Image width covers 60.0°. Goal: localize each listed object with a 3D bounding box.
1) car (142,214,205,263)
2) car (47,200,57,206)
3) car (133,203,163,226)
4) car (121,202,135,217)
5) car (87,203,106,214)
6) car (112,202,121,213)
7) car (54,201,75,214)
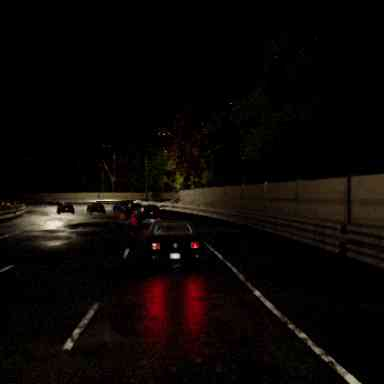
[{"bbox_3d":[-0.793,1.730,12.586,1.895,1.301,4.718,0,-1,-7],"label":"car"},{"bbox_3d":[-33.232,2.580,79.776,1.994,1.385,4.181,0,-1,-45],"label":"car"},{"bbox_3d":[-3.396,1.812,26.313,1.837,1.490,4.892,0,0,-14],"label":"car"},{"bbox_3d":[-6.463,1.942,37.070,1.837,1.490,4.892,0,-1,-18],"label":"car"},{"bbox_3d":[-12.212,2.068,42.269,2.033,1.411,5.357,0,-1,-24],"label":"car"},{"bbox_3d":[-9.283,2.056,44.424,1.812,1.442,4.674,0,0,-24],"label":"car"},{"bbox_3d":[-16.196,2.107,42.631,1.994,1.385,4.181,0,-1,-24],"label":"car"}]
